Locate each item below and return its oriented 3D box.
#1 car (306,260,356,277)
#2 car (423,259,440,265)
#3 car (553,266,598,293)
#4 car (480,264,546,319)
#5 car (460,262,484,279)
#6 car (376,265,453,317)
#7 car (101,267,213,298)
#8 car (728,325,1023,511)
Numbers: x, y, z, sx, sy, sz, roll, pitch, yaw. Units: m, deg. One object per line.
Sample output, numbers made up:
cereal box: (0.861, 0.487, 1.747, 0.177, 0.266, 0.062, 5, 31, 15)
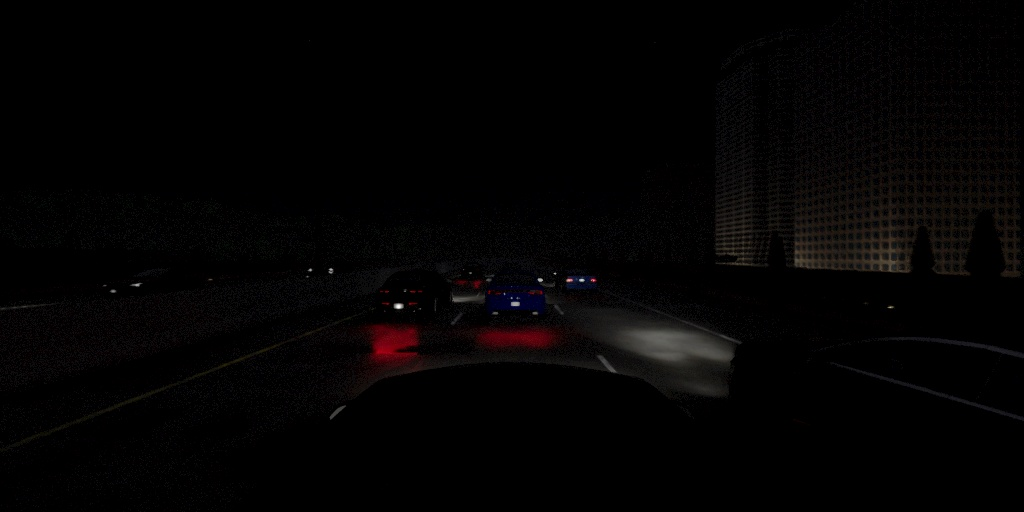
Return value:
car: (-14.179, 1.102, 28.324, 2.097, 1.767, 4.553, 0, 0, -1)
car: (-11.191, 1.244, 50.462, 2.128, 1.511, 4.902, 0, 0, -1)
car: (3.587, 1.298, 20.974, 2.033, 1.411, 5.357, 0, 0, 0)
car: (0.097, 1.228, 12.802, 1.882, 1.535, 5.008, 0, 0, 0)
car: (-3.593, 1.277, 32.803, 1.812, 1.442, 4.674, 0, 0, -1)
car: (-3.403, 1.255, 13.181, 1.837, 1.490, 4.892, 0, 0, 0)
car: (-17.602, 1.276, 18.145, 1.812, 1.442, 4.674, 0, 0, 0)
car: (3.600, 1.242, 2.502, 2.128, 1.511, 4.902, 0, 0, 0)
